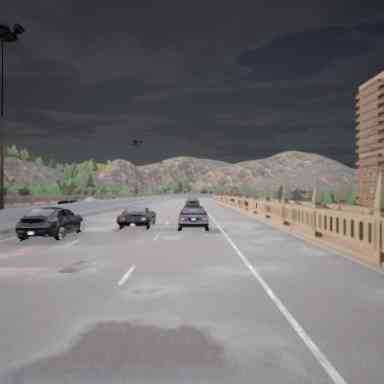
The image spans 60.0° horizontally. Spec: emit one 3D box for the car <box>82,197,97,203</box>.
[{"bbox_3d":[-17.526,1.535,57.806,1.812,1.442,4.674,0,0,0],"label":"car"}]

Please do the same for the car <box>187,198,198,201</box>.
[{"bbox_3d":[0.081,1.508,42.684,1.837,1.490,4.892,0,0,0],"label":"car"}]

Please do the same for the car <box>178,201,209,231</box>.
[{"bbox_3d":[0.091,1.549,20.732,2.033,1.411,5.357,0,0,0],"label":"car"}]

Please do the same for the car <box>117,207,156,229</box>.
[{"bbox_3d":[-3.409,1.603,21.381,1.895,1.301,4.718,0,0,0],"label":"car"}]

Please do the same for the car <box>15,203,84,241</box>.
[{"bbox_3d":[-6.908,1.507,16.662,1.837,1.490,4.892,0,0,0],"label":"car"}]

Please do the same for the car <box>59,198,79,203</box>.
[{"bbox_3d":[-21.026,1.638,56.775,1.895,1.301,4.718,0,0,0],"label":"car"}]

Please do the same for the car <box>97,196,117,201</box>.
[{"bbox_3d":[-14.026,1.514,56.808,2.128,1.511,4.902,0,0,0],"label":"car"}]
